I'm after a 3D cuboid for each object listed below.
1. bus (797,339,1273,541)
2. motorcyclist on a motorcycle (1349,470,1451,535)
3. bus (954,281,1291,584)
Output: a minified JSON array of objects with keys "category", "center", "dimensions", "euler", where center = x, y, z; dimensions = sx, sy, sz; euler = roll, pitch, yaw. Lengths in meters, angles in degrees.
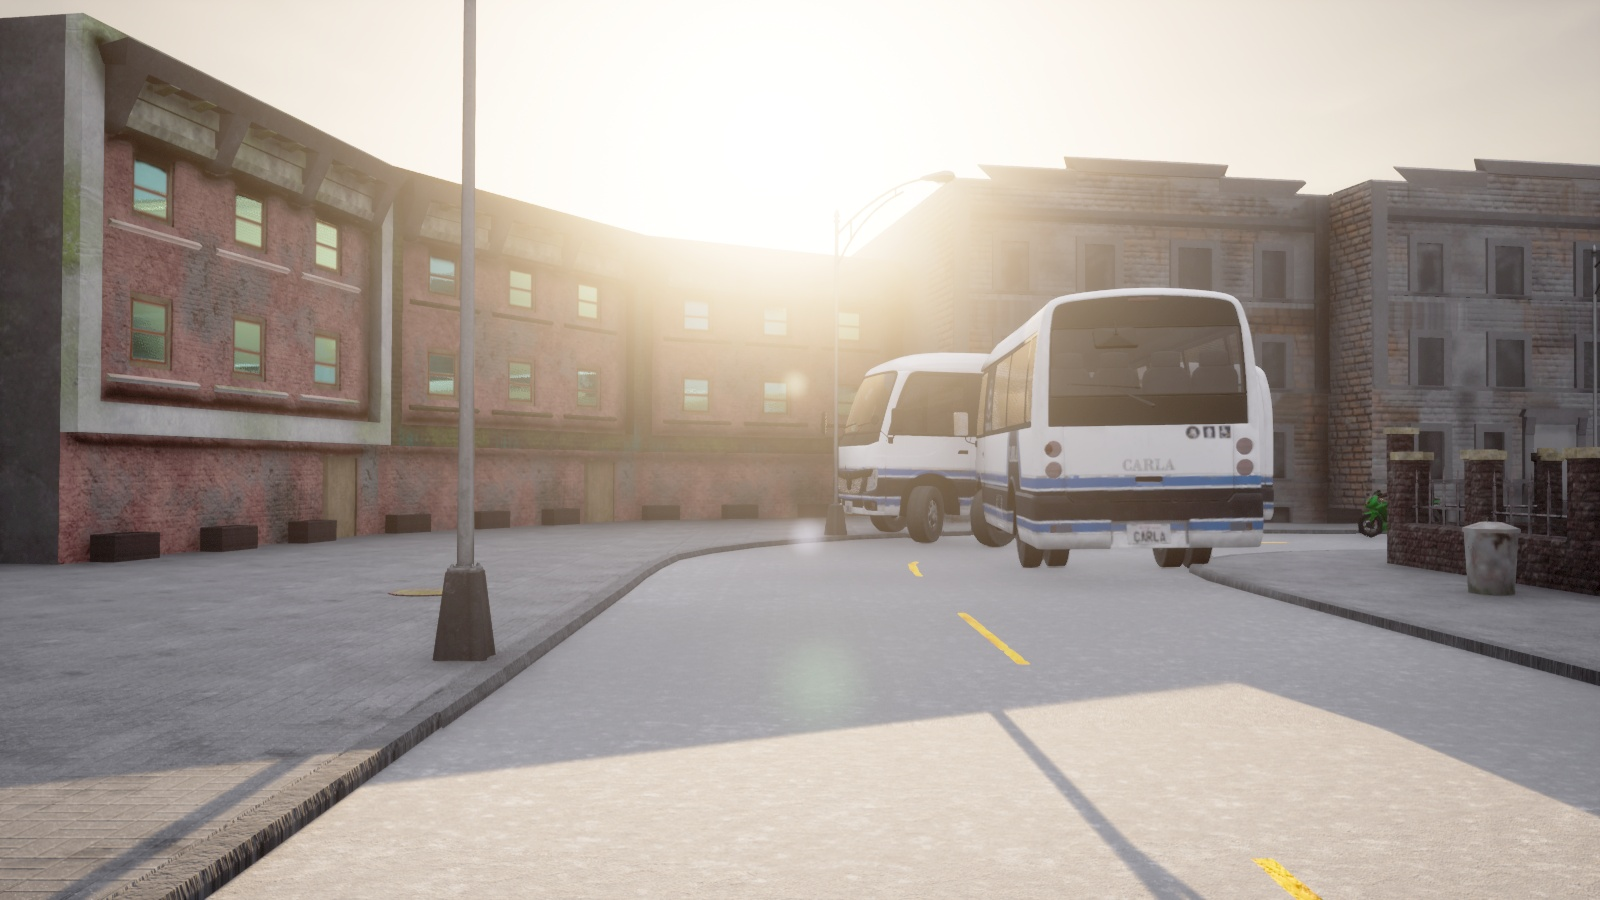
[{"category":"bus","center":[5.397,-0.108,29.554],"dimensions":[10.273,4.253,3.944],"euler":[1,-1,-13]},{"category":"motorcyclist on a motorcycle","center":[14.402,1.244,30.164],"dimensions":[2.044,1.523,0.797],"euler":[0,-1,0]},{"category":"bus","center":[5.233,-0.198,23.114],"dimensions":[3.944,4.253,10.273],"euler":[-1,-1,3]}]
